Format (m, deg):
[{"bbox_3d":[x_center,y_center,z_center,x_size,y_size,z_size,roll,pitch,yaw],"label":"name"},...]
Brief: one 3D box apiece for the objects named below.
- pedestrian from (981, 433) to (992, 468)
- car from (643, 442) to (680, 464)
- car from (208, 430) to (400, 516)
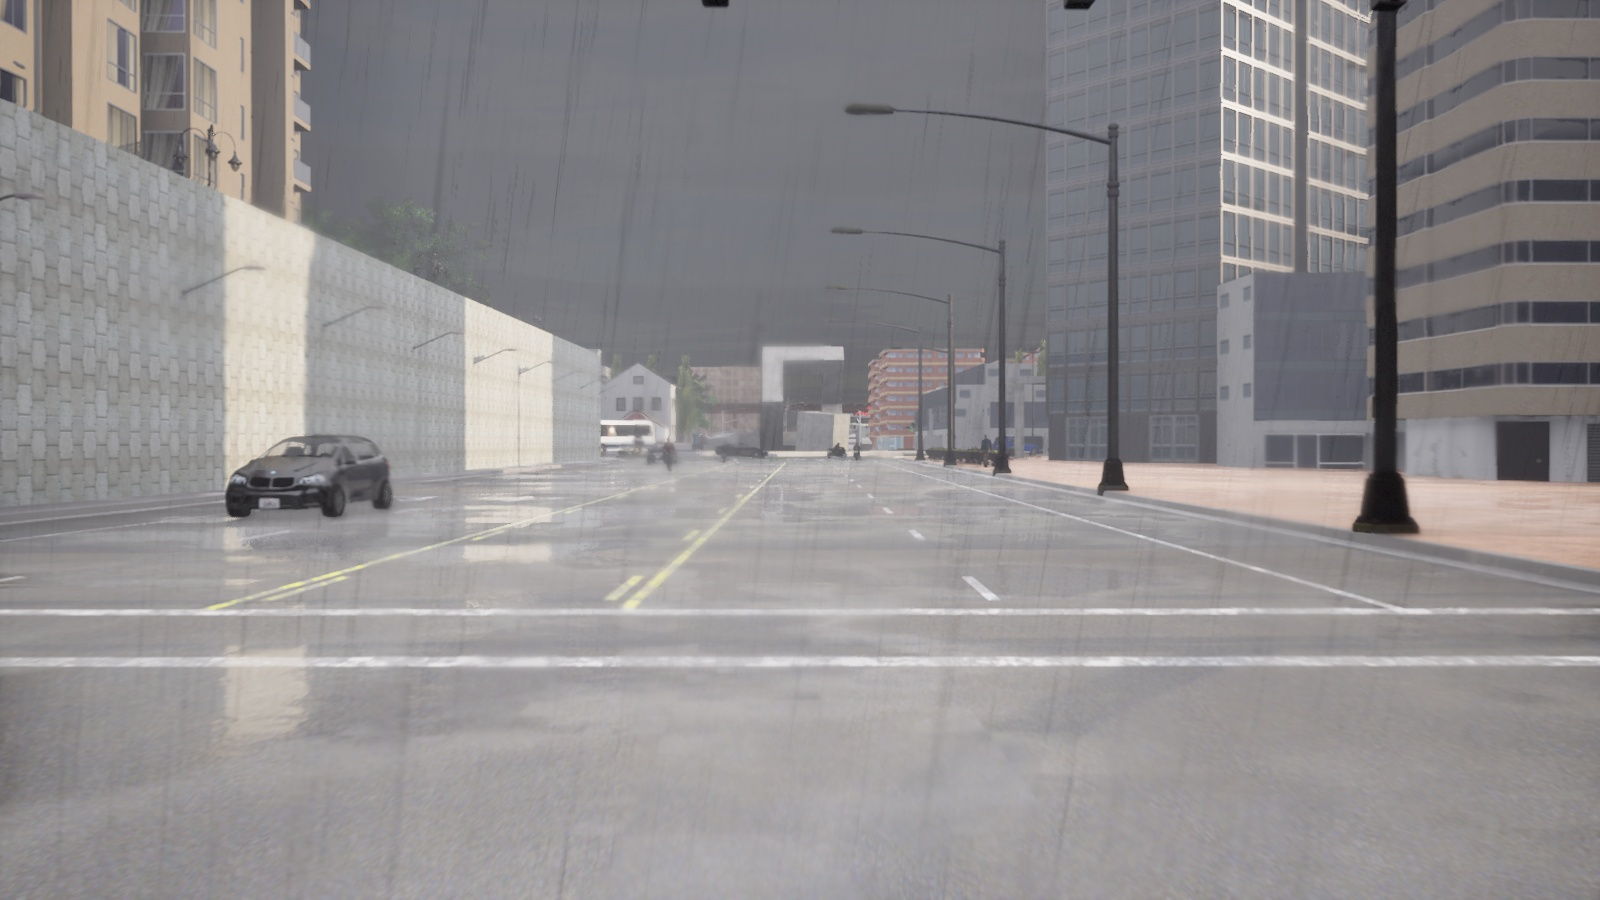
[{"bbox_3d":[9.887,0.034,66.632,0.402,1.842,0.726,0,0,-4],"label":"pedestrian"},{"bbox_3d":[-9.959,0.184,90.592,2.128,1.511,4.902,0,0,0],"label":"car"},{"bbox_3d":[-10.334,0.432,26.608,2.242,1.667,4.611,0,0,0],"label":"car"}]
